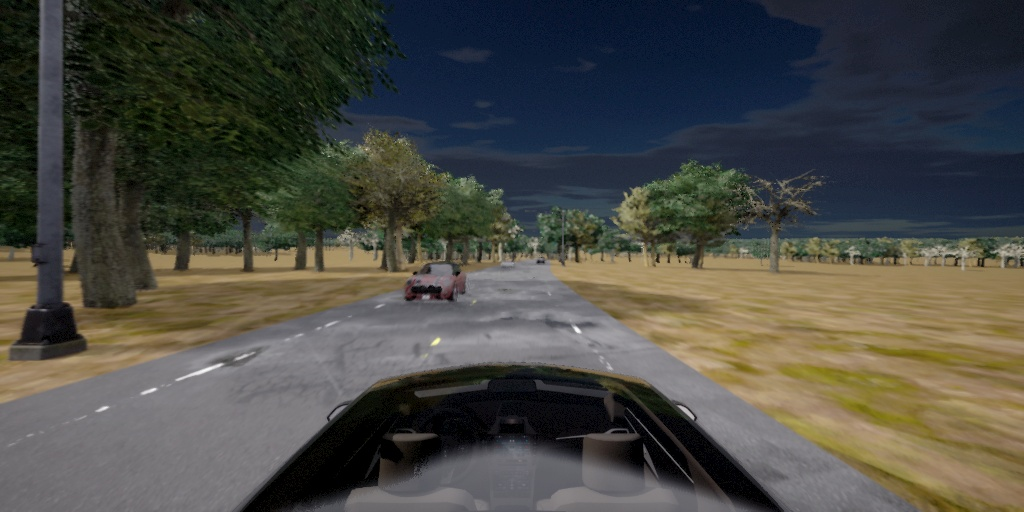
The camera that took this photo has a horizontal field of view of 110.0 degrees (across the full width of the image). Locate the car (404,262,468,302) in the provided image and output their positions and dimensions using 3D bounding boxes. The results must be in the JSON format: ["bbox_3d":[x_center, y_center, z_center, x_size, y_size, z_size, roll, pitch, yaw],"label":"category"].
[{"bbox_3d":[-3.397,1.075,16.686,2.097,1.767,4.553,0,0,2],"label":"car"}]

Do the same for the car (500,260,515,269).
[{"bbox_3d":[-0.674,1.303,57.186,1.895,1.301,4.718,1,0,7],"label":"car"}]
